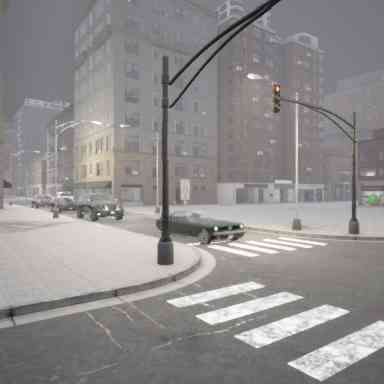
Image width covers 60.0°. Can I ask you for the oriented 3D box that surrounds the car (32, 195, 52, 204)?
[{"bbox_3d":[-25.510,1.268,56.495,2.033,1.411,5.357,0,0,-35],"label":"car"}]

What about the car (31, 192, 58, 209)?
[{"bbox_3d":[-19.154,1.138,42.603,2.097,1.767,4.553,0,0,-35],"label":"car"}]

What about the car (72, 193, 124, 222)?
[{"bbox_3d":[-7.222,1.103,25.814,2.150,2.045,5.566,0,0,-35],"label":"car"}]

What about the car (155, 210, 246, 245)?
[{"bbox_3d":[0.254,1.542,15.440,1.895,1.301,4.718,0,0,-37],"label":"car"}]

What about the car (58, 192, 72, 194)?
[{"bbox_3d":[-18.097,1.000,46.117,2.150,2.045,5.566,0,1,-35],"label":"car"}]

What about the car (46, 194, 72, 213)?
[{"bbox_3d":[-13.244,1.310,34.270,1.882,1.535,5.008,0,0,-36],"label":"car"}]
